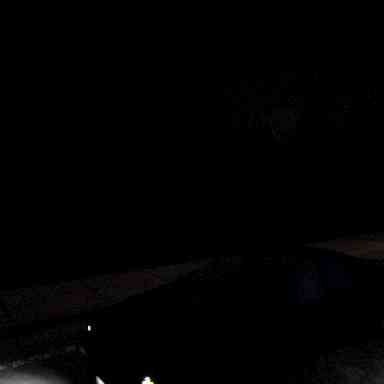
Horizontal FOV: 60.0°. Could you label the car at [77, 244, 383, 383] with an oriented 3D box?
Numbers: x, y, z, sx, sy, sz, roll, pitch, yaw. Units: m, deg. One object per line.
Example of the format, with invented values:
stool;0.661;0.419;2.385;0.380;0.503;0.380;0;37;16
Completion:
car;1.220;1.546;4.936;5.357;1.411;2.033;0;0;-37
